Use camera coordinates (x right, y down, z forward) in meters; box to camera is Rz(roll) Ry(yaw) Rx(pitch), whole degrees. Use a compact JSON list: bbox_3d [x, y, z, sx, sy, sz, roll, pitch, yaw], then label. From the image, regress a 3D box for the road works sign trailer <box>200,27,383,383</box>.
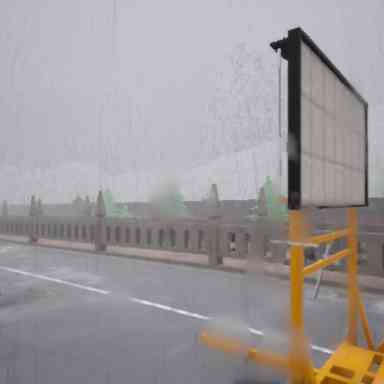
[{"bbox_3d":[1.260,0.561,3.428,2.880,3.560,2.380,-1,-2,38],"label":"road works sign trailer"}]
